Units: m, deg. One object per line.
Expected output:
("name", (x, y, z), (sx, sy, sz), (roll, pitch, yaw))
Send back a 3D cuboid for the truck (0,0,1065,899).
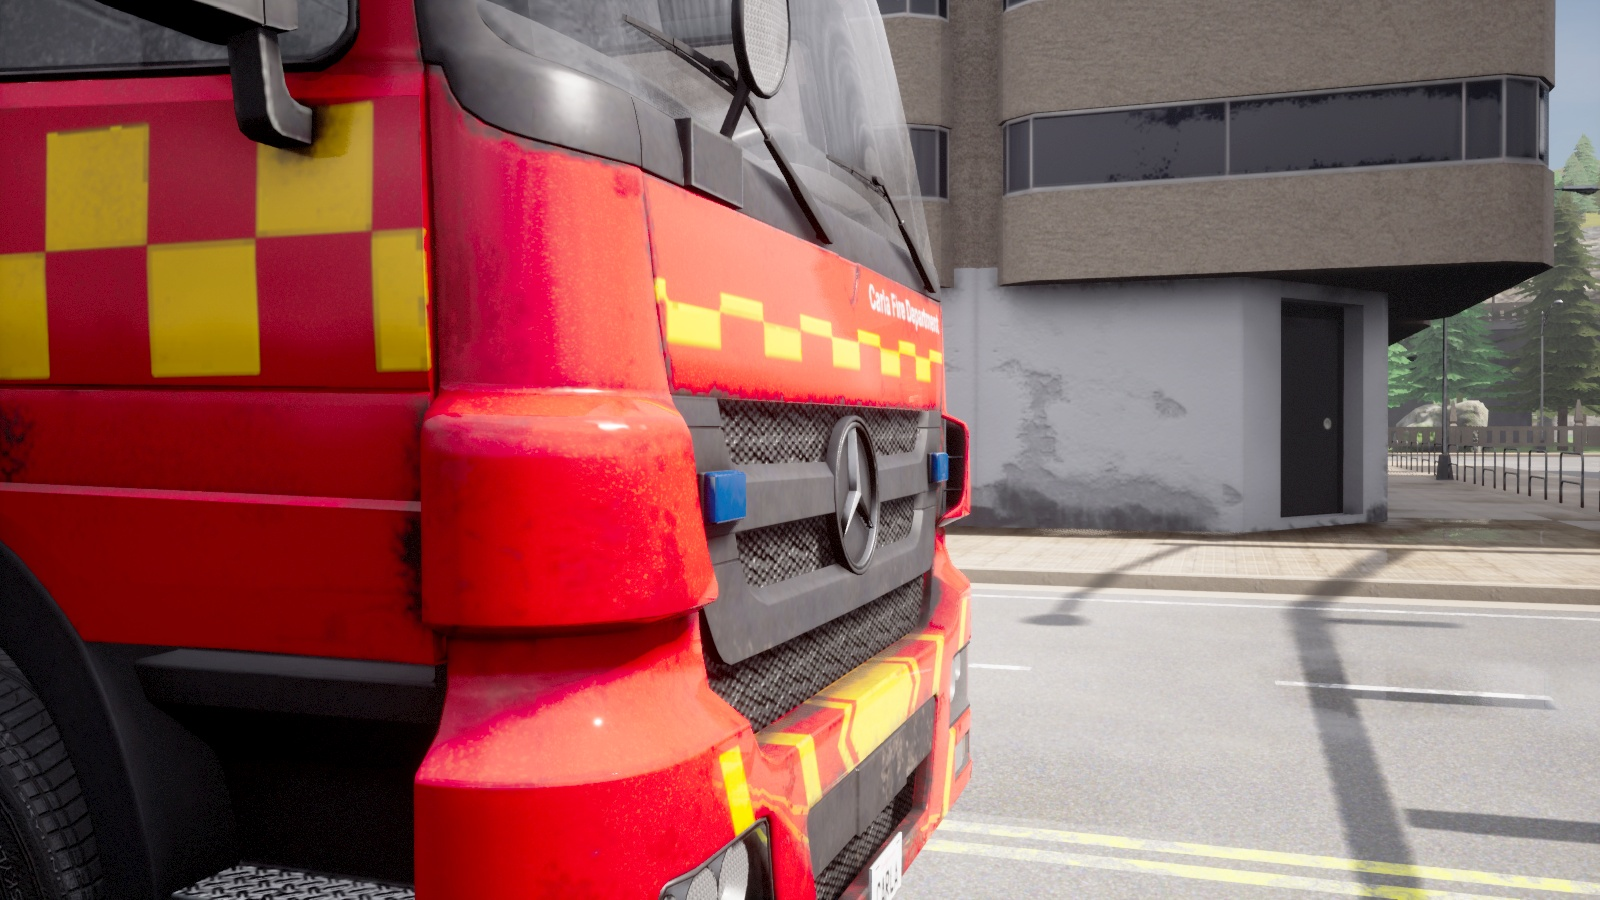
("truck", (-3.556, -0.422, 4.371), (8.468, 3.827, 2.891), (1, 1, 19))
